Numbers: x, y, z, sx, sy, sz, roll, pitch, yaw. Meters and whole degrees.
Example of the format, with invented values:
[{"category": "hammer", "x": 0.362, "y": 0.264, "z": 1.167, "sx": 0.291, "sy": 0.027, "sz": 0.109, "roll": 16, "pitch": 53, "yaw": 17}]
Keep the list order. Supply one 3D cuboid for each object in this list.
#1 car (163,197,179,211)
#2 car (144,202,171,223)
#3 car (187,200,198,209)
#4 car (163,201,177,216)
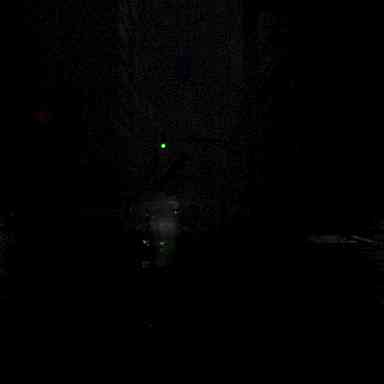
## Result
[{"category": "car", "x": -3.109, "y": 1.840, "z": 50.316, "sx": 2.150, "sy": 2.045, "sz": 5.566, "roll": 0, "pitch": -1, "yaw": 0}, {"category": "car", "x": -3.112, "y": 1.891, "z": 29.763, "sx": 1.812, "sy": 1.442, "sz": 4.674, "roll": 0, "pitch": -1, "yaw": 0}, {"category": "car", "x": 0.093, "y": 2.284, "z": 59.853, "sx": 2.033, "sy": 1.411, "sz": 5.357, "roll": 0, "pitch": -1, "yaw": 0}, {"category": "car", "x": -3.120, "y": 2.089, "z": 39.721, "sx": 1.895, "sy": 1.301, "sz": 4.718, "roll": 0, "pitch": -1, "yaw": 0}]
